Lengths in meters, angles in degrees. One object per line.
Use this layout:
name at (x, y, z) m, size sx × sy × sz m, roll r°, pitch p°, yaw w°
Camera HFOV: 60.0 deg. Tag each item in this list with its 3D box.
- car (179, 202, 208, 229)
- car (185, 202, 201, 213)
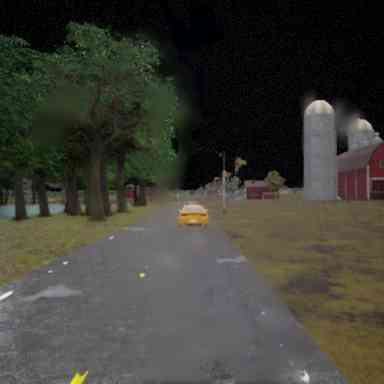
car at (0.097, 1.621, 22.871) m, size 1.882 × 1.535 × 5.008 m, roll 0°, pitch 0°, yaw 0°
car at (0.094, 1.914, 42.586) m, size 1.895 × 1.301 × 4.718 m, roll 0°, pitch -1°, yaw 0°
